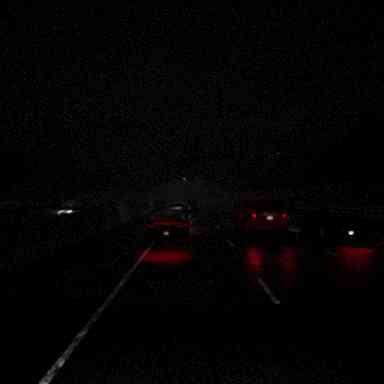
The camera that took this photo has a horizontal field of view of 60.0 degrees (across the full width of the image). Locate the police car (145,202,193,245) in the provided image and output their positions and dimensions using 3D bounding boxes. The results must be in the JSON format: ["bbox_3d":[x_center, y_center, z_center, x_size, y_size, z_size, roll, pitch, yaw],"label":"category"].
[{"bbox_3d":[-1.057,1.496,16.200,1.930,1.638,5.238,0,0,0],"label":"police car"}]

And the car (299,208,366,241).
[{"bbox_3d":[7.092,1.581,17.244,1.837,1.490,4.892,0,0,0],"label":"car"}]

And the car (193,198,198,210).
[{"bbox_3d":[-0.024,1.931,50.548,2.033,1.411,5.357,0,-1,0],"label":"car"}]

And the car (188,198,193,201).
[{"bbox_3d":[-1.066,1.646,32.292,1.801,1.575,5.366,0,-1,0],"label":"car"}]

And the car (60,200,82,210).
[{"bbox_3d":[-17.596,1.888,48.652,1.812,1.442,4.674,0,-1,0],"label":"car"}]

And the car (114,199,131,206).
[{"bbox_3d":[-10.591,1.868,51.161,1.882,1.535,5.008,0,-1,0],"label":"car"}]

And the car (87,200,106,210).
[{"bbox_3d":[-14.096,1.897,49.460,1.812,1.442,4.674,0,-1,0],"label":"car"}]

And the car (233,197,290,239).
[{"bbox_3d":[3.592,1.302,18.014,2.150,2.045,5.566,0,0,0],"label":"car"}]

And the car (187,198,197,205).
[{"bbox_3d":[-0.035,2.042,71.194,1.994,1.385,4.181,0,-1,0],"label":"car"}]

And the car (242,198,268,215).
[{"bbox_3d":[7.082,1.595,37.650,2.097,1.767,4.553,0,-1,0],"label":"car"}]
